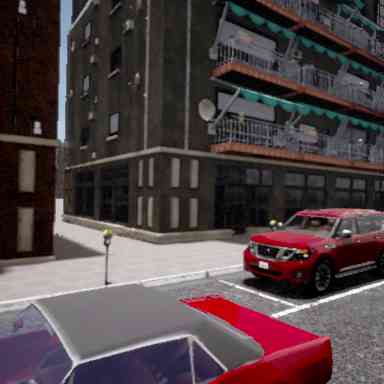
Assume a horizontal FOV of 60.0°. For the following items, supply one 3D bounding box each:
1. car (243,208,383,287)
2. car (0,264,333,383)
[{"bbox_3d":[3.723,1.415,9.196,5.009,1.841,2.192,1,0,-35],"label":"car"},{"bbox_3d":[-1.005,1.608,2.661,4.718,1.301,1.895,1,0,-35],"label":"car"}]
